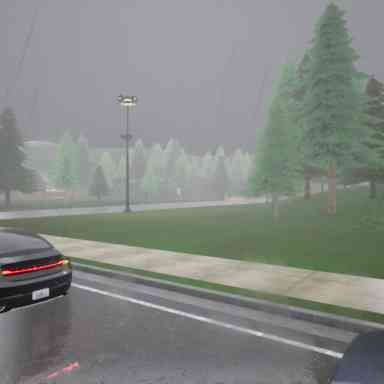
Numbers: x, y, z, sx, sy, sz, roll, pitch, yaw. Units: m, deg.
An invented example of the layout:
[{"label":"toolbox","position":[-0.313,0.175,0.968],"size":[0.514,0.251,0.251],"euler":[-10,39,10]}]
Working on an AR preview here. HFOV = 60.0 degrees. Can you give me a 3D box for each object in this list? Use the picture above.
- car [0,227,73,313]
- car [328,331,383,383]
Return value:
[{"label":"car","position":[-4.569,1.504,7.126],"size":[4.892,1.490,1.837],"euler":[0,0,35]},{"label":"car","position":[3.452,1.548,1.528],"size":[5.357,1.411,2.033],"euler":[0,0,36]}]
